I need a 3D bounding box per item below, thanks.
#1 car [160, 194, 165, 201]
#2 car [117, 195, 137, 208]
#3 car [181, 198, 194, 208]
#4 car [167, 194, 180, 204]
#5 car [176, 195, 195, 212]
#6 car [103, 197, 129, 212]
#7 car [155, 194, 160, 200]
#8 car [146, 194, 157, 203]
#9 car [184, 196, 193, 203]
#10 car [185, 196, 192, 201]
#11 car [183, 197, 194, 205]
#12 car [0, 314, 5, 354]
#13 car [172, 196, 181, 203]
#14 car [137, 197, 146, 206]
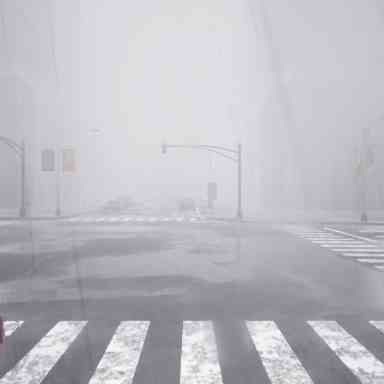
[{"bbox_3d":[-9.376,1.696,93.162,1.887,1.381,4.507,0,0,0],"label":"car"},{"bbox_3d":[-9.118,1.335,44.329,2.192,1.841,5.009,0,0,0],"label":"car"},{"bbox_3d":[-0.621,1.614,49.795,1.802,1.307,4.206,0,0,0],"label":"car"},{"bbox_3d":[-3.366,1.576,65.713,1.837,1.490,4.892,0,0,0],"label":"car"},{"bbox_3d":[-0.564,1.448,38.946,1.967,1.590,4.097,0,0,0],"label":"car"},{"bbox_3d":[-9.088,1.574,38.903,1.947,1.339,4.313,0,0,0],"label":"car"},{"bbox_3d":[-9.291,1.417,76.885,2.192,1.841,5.009,0,0,0],"label":"car"},{"bbox_3d":[-9.261,1.669,71.459,1.802,1.307,4.206,0,0,0],"label":"car"},{"bbox_3d":[-0.737,1.612,71.665,1.752,1.417,4.829,0,0,0],"label":"car"},{"bbox_3d":[-0.852,1.696,93.195,1.887,1.381,4.507,0,0,0],"label":"car"},{"bbox_3d":[-0.679,1.603,60.645,1.887,1.381,4.507,0,0,0],"label":"car"},{"bbox_3d":[-2.892,1.601,1.468,1.895,1.301,4.718,0,0,-4],"label":"car"},{"bbox_3d":[-3.518,1.651,75.798,1.994,1.385,4.181,0,0,0],"label":"car"},{"bbox_3d":[-9.174,1.570,55.011,1.752,1.417,4.829,0,0,0],"label":"car"}]
